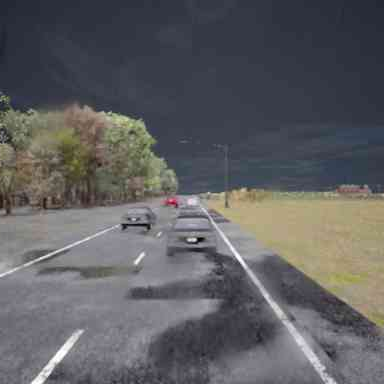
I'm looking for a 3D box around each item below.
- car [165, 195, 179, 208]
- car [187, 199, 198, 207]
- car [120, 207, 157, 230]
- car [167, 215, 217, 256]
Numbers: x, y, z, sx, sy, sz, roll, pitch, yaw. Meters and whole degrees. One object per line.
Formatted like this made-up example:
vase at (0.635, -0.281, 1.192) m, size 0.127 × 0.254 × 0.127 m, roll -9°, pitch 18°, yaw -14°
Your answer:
car at (-3.480, 1.604, 57.842) m, size 2.150 × 2.045 × 5.566 m, roll 0°, pitch -1°, yaw 0°
car at (0.020, 1.899, 59.231) m, size 1.812 × 1.442 × 4.674 m, roll 0°, pitch 0°, yaw 0°
car at (-3.499, 1.717, 22.518) m, size 2.033 × 1.411 × 5.357 m, roll 0°, pitch 0°, yaw 0°
car at (-0.002, 1.638, 13.461) m, size 2.033 × 1.411 × 5.357 m, roll 0°, pitch 0°, yaw 0°
